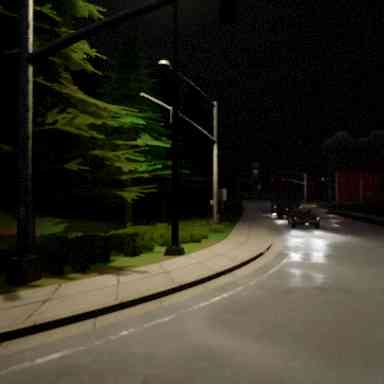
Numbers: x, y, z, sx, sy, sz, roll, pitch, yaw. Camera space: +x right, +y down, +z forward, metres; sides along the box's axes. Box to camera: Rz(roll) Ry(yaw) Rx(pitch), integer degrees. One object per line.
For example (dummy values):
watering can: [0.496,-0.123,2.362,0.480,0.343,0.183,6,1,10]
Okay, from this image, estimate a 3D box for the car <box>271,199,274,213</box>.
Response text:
car: [11.860,1.894,44.830,2.097,1.767,4.553,0,-1,9]

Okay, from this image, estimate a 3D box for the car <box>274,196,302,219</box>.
car: [10.098,1.644,34.686,2.150,2.045,5.566,0,-1,10]

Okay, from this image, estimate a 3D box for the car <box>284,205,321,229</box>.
car: [8.247,1.906,24.802,1.895,1.301,4.718,0,-1,11]

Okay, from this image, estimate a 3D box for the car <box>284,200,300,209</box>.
car: [17.834,2.215,59.481,2.128,1.511,4.902,0,-1,9]
